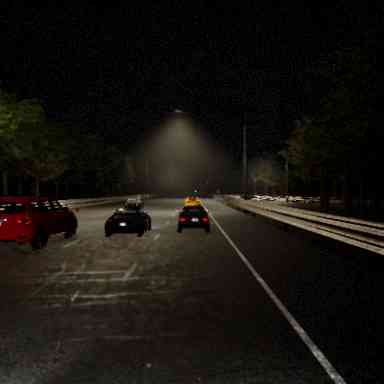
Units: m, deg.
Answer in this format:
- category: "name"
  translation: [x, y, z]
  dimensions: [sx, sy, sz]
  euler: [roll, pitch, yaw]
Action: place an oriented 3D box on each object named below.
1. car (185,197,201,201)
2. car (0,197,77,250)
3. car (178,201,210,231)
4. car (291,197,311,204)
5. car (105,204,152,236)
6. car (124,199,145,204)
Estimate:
- category: "car"
  translation: [0.087, 1.396, 42.162]
  dimensions: [1.882, 1.535, 5.008]
  euler: [0, 0, 0]
- category: "car"
  translation: [-6.905, 1.218, 14.533]
  dimensions: [2.150, 2.045, 5.566]
  euler: [0, 0, 0]
- category: "car"
  translation: [0.093, 1.535, 20.308]
  dimensions: [2.033, 1.411, 5.357]
  euler: [0, 0, 0]
- category: "car"
  translation: [21.718, 1.664, 66.212]
  dimensions: [1.994, 1.385, 4.181]
  euler: [0, 1, -39]
- category: "car"
  translation: [-3.404, 1.555, 18.336]
  dimensions: [1.994, 1.385, 4.181]
  euler: [0, 0, 0]
- category: "car"
  translation: [-6.911, 1.526, 40.392]
  dimensions: [1.895, 1.301, 4.718]
  euler: [0, 0, 0]
